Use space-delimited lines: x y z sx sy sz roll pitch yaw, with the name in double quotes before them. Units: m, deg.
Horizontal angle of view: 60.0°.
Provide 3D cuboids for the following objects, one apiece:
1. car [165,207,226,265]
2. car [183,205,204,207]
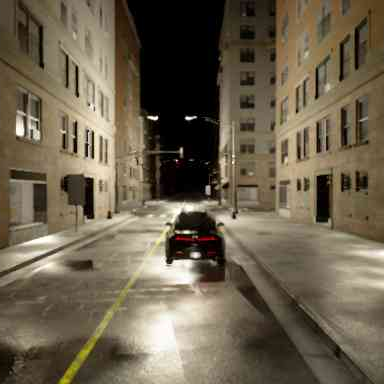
"car" 0.104 1.482 11.627 1.837 1.490 4.892 0 0 0
"car" 0.086 1.553 23.723 1.895 1.301 4.718 0 0 -1
